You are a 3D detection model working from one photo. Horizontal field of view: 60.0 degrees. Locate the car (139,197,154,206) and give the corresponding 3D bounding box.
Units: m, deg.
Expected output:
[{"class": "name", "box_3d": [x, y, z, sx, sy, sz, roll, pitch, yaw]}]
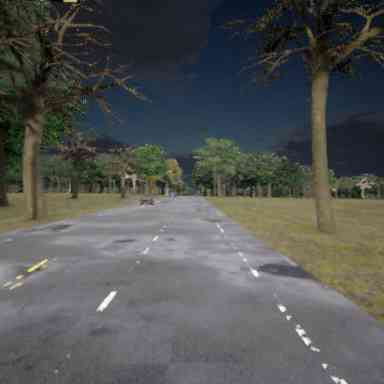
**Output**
[{"class": "car", "box_3d": [-7.017, 1.440, 52.378, 2.033, 1.411, 5.357, 0, 0, 0]}]
